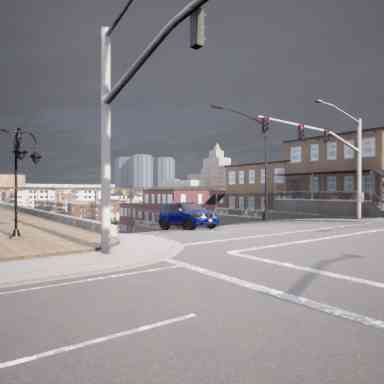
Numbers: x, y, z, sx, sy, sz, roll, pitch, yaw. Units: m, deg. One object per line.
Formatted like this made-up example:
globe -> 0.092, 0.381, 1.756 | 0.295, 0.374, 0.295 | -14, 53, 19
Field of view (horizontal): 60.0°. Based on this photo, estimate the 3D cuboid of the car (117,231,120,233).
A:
car -> -9.697, 4.839, 37.274 | 1.882, 1.535, 5.008 | 0, -12, -36

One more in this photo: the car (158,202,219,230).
car -> -0.401, 1.772, 24.641 | 2.150, 2.045, 5.566 | 0, -4, -36
